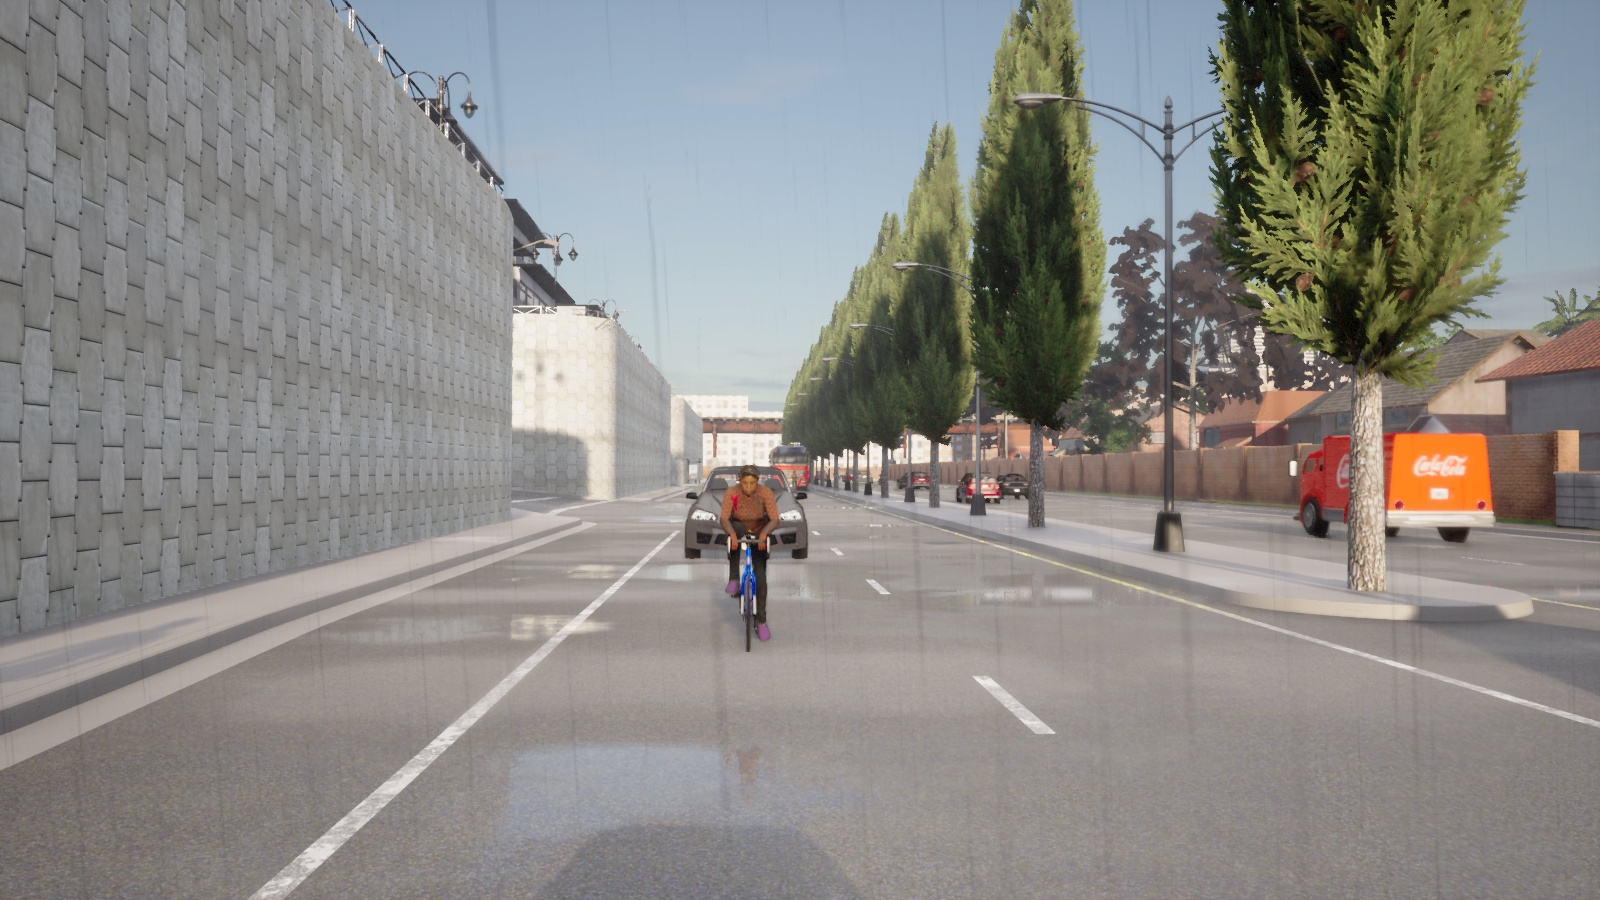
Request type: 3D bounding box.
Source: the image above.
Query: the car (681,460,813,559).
[{"bbox_3d":[-0.993,1.059,23.605,2.242,1.667,4.611,0,-1,-2],"label":"car"}]

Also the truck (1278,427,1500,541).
[{"bbox_3d":[13.747,0.772,29.781,2.627,2.467,5.204,0,-1,-3],"label":"truck"}]

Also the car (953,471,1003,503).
[{"bbox_3d":[8.812,1.802,62.361,1.789,1.549,3.705,0,-1,-3],"label":"car"}]

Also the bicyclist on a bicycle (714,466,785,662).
[{"bbox_3d":[-0.455,0.958,11.279,0.582,1.620,1.656,0,-1,-3],"label":"bicyclist on a bicycle"}]

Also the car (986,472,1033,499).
[{"bbox_3d":[11.908,1.980,71.625,1.816,1.474,4.193,0,-1,-3],"label":"car"}]
